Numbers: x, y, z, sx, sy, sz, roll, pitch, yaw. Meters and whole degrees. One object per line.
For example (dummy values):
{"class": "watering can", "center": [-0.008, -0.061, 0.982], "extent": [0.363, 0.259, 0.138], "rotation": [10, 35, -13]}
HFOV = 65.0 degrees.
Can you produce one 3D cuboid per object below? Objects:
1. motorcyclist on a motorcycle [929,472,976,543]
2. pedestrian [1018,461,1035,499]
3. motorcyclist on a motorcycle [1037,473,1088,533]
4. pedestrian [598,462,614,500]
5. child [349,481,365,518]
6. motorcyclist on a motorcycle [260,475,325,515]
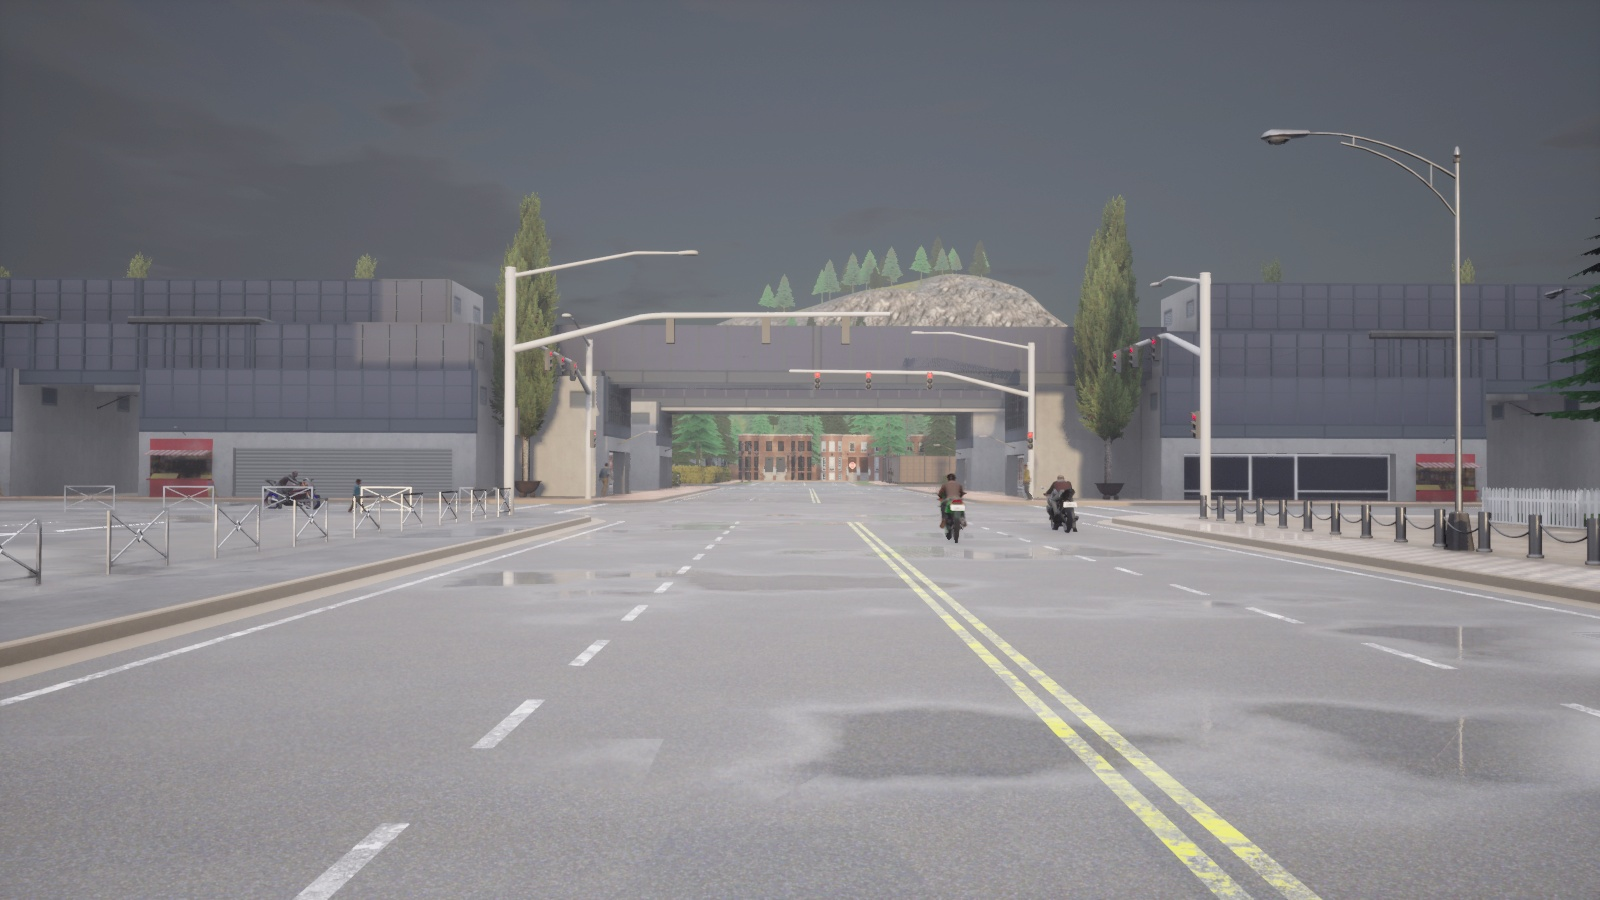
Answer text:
{"class": "motorcyclist on a motorcycle", "center": [3.408, 1.255, 28.161], "extent": [0.797, 1.523, 2.044], "rotation": [0, -1, 0]}
{"class": "pedestrian", "center": [10.911, 1.443, 60.524], "extent": [0.709, 1.840, 0.431], "rotation": [0, -1, 0]}
{"class": "motorcyclist on a motorcycle", "center": [6.892, 1.376, 33.068], "extent": [0.866, 1.530, 2.191], "rotation": [0, -1, 0]}
{"class": "pedestrian", "center": [-9.899, 1.587, 64.102], "extent": [0.423, 1.949, 0.788], "rotation": [-1, -1, 25]}
{"class": "child", "center": [-14.400, 1.594, 40.807], "extent": [0.448, 1.192, 0.343], "rotation": [0, -1, -16]}
{"class": "motorcyclist on a motorcycle", "center": [-19.648, 1.743, 48.641], "extent": [2.191, 1.530, 0.866], "rotation": [0, -1, 1]}
